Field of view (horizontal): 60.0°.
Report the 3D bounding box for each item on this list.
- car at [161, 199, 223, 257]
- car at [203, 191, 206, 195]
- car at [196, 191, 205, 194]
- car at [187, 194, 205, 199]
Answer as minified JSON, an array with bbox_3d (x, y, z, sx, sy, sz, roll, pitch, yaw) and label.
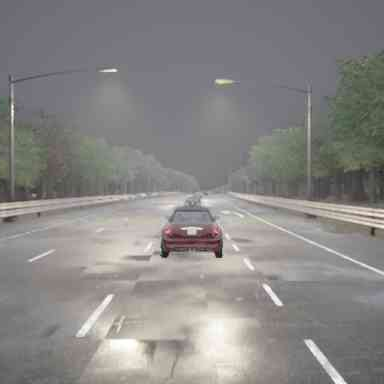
[{"bbox_3d":[-0.001,1.325,12.980,2.097,1.767,4.553,0,0,0],"label":"car"},{"bbox_3d":[1.816,0.958,82.433,1.895,1.301,4.718,0,0,4],"label":"car"},{"bbox_3d":[0.928,1.042,65.211,2.033,1.411,5.357,0,0,2],"label":"car"},{"bbox_3d":[0.133,1.272,38.205,2.033,1.411,5.357,0,1,1],"label":"car"}]
